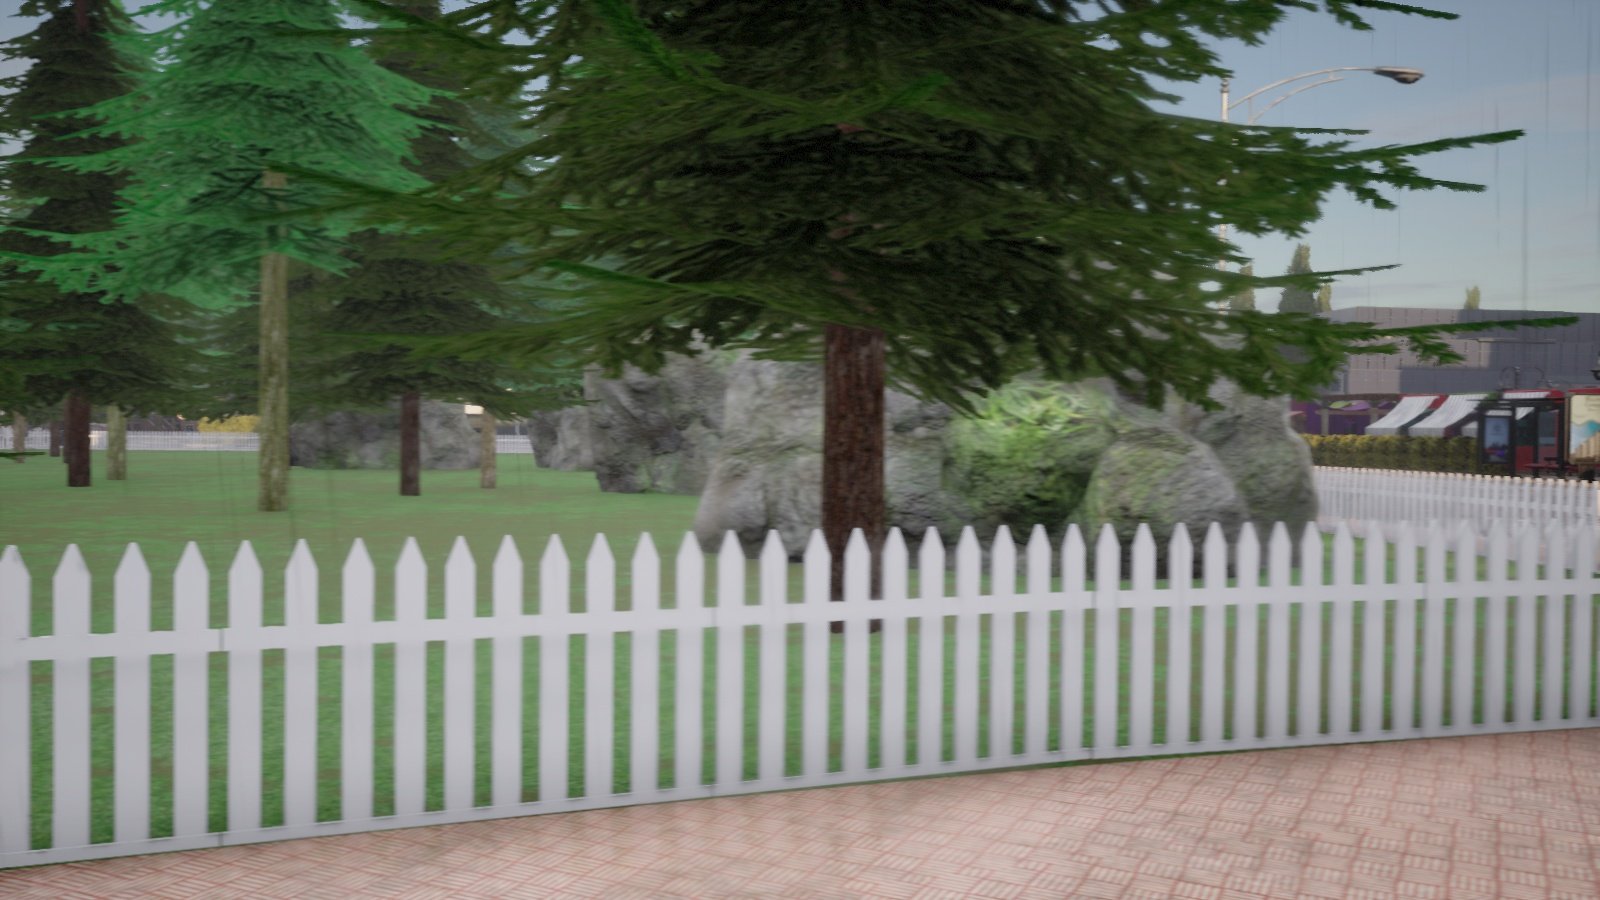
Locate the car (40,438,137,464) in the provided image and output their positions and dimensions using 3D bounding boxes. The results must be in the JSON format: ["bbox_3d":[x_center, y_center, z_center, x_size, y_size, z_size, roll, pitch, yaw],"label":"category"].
[{"bbox_3d":[-42.326,0.068,74.765,4.674,1.442,1.812,-1,1,-7],"label":"car"}]
